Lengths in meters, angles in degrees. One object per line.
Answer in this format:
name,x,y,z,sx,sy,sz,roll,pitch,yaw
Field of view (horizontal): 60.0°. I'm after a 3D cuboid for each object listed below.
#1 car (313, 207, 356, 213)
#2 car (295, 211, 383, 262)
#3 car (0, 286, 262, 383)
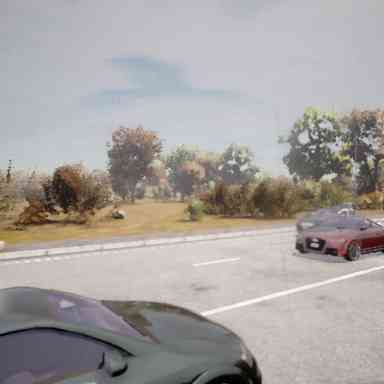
car,7.738,1.594,18.334,4.902,1.511,2.128,0,0,-37
car,5.794,1.636,12.530,4.181,1.385,1.994,0,0,-36
car,-1.365,1.567,2.774,4.181,1.385,1.994,0,0,-36
